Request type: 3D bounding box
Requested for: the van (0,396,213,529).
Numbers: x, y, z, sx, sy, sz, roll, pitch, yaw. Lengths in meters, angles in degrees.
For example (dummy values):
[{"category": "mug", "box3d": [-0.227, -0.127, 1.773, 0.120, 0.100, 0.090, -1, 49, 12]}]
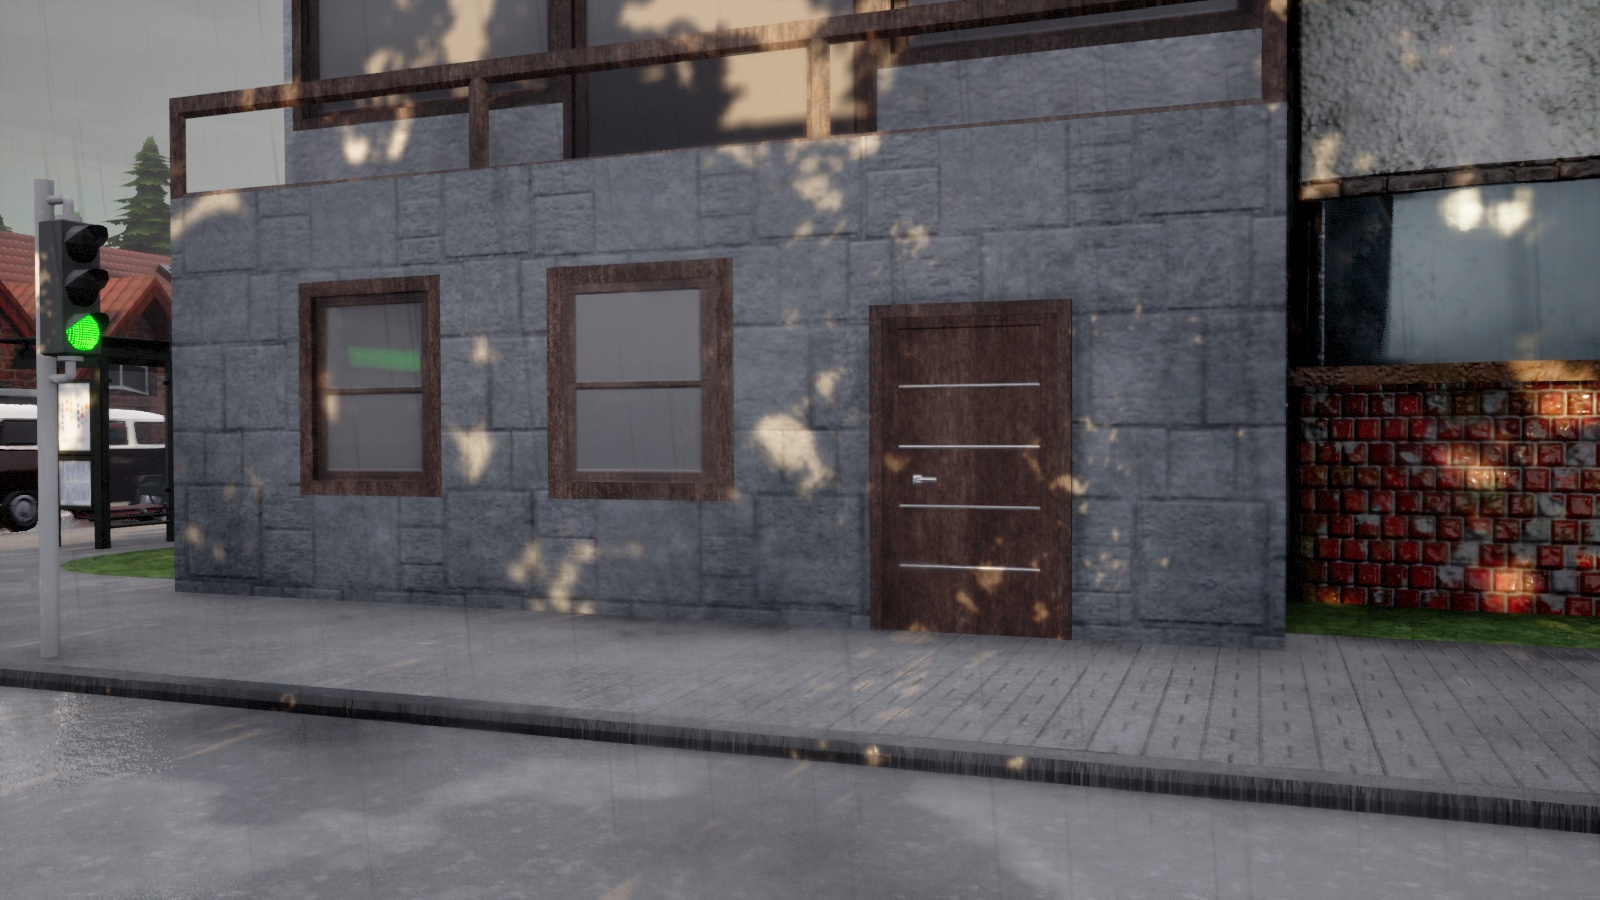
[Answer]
[{"category": "van", "box3d": [-12.575, 0.160, 21.414, 2.069, 2.038, 4.480, 1, 1, 20]}]
